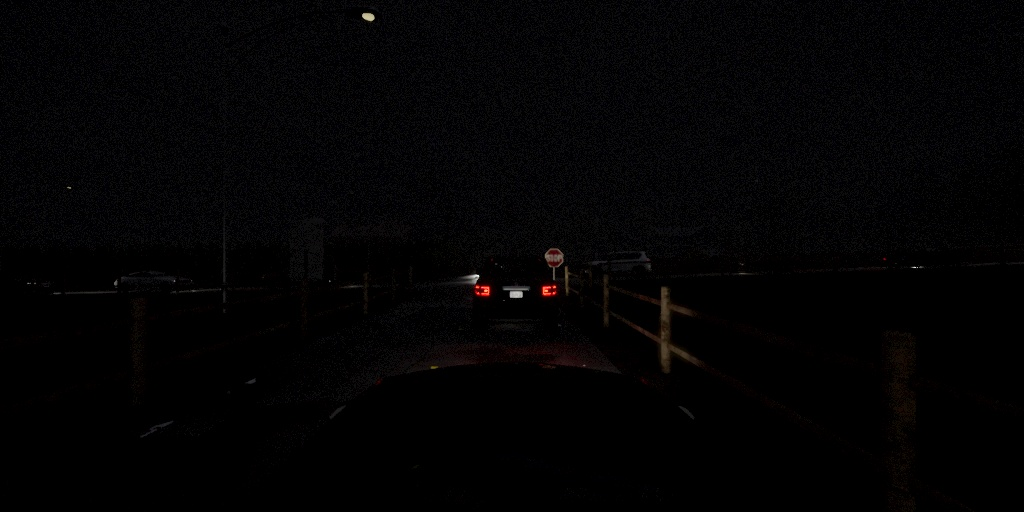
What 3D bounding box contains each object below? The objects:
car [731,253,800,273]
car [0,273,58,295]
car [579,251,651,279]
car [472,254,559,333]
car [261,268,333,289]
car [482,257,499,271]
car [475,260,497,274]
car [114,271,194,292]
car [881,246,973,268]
[{"bbox_3d":[20.192,0.528,28.847,5.008,1.535,1.882,-2,-2,0],"label":"car"},{"bbox_3d":[-35.772,1.977,25.748,4.902,1.511,2.128,-1,-2,0],"label":"car"},{"bbox_3d":[8.212,0.720,28.821,5.566,2.045,2.150,-2,-2,0],"label":"car"},{"bbox_3d":[0.060,0.975,10.883,2.150,2.045,5.566,0,0,-1],"label":"car"},{"bbox_3d":[-15.437,1.588,25.791,4.674,1.442,1.812,-1,-2,0],"label":"car"},{"bbox_3d":[-2.940,1.068,50.424,2.097,1.767,4.553,0,0,0],"label":"car"},{"bbox_3d":[-2.935,1.219,41.218,2.128,1.511,4.902,0,0,0],"label":"car"},{"bbox_3d":[-25.671,1.806,25.763,4.674,1.442,1.812,-1,-2,0],"label":"car"},{"bbox_3d":[29.944,0.165,25.931,4.718,1.301,1.895,-2,-2,0],"label":"car"}]
